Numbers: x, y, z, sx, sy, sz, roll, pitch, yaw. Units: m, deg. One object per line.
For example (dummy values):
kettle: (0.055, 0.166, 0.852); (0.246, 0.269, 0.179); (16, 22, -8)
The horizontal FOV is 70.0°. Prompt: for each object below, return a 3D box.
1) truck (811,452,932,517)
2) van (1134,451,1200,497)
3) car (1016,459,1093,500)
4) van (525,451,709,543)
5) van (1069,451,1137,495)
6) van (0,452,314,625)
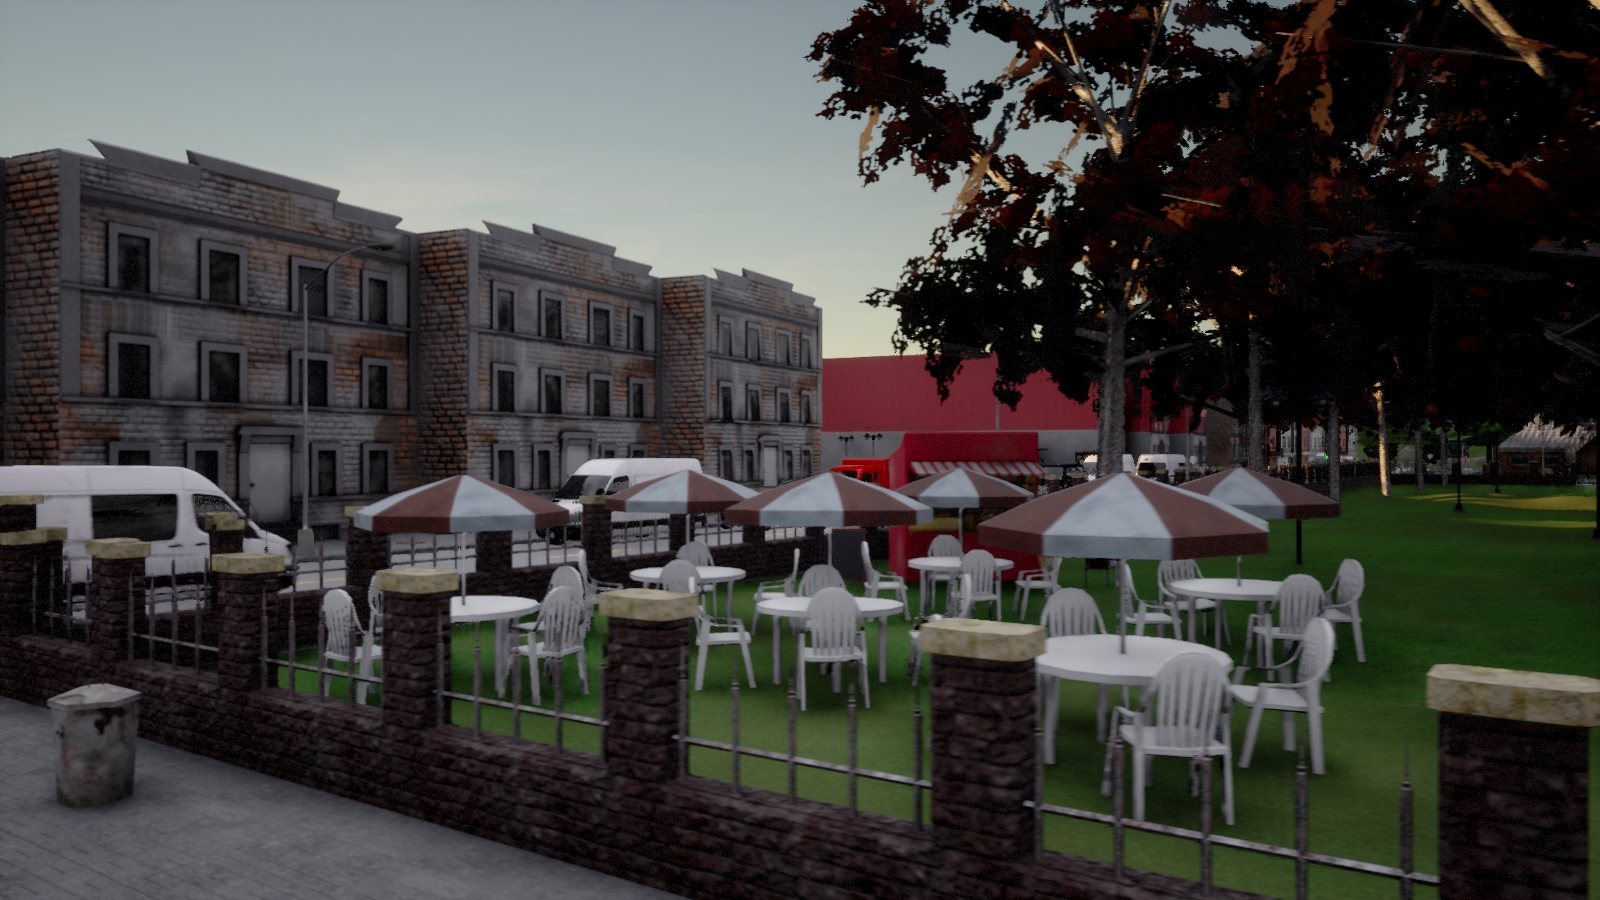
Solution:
truck: (3.005, 1.346, 46.834); (2.627, 2.467, 5.204); (0, 0, 35)
van: (21.251, 1.314, 65.950); (1.988, 2.561, 5.915); (0, 0, 35)
car: (13.977, 1.560, 62.473); (2.150, 2.045, 5.566); (0, 0, 35)
van: (-5.420, 1.315, 34.794); (1.988, 2.561, 5.915); (0, 0, 35)
van: (18.261, 1.315, 68.652); (1.988, 2.561, 5.915); (0, 0, 35)
van: (-11.492, 1.314, 19.390); (1.988, 2.561, 5.915); (0, 0, 31)
